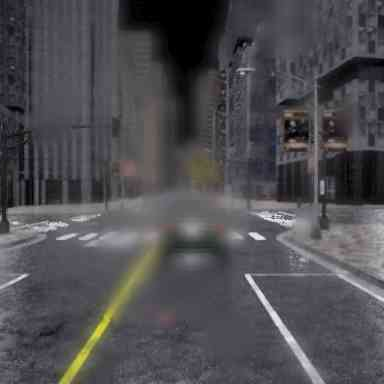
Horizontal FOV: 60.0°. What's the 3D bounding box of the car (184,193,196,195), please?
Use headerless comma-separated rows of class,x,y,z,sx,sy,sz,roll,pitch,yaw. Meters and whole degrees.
car,-0.483,1.632,78.072,1.812,1.442,4.674,0,0,-1

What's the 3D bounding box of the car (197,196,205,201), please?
car,2.207,1.699,85.698,1.947,1.339,4.313,0,0,-1

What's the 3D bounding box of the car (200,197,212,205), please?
car,2.449,1.630,59.804,1.887,1.381,4.507,0,0,-1

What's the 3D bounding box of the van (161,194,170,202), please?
van,-6.259,1.461,79.228,1.690,1.788,3.998,0,0,-1

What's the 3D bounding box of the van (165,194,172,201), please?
van,-6.360,1.483,90.054,1.690,1.788,3.998,0,0,-1

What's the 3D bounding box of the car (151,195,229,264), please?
car,0.100,1.234,11.985,2.150,2.045,5.566,0,0,2

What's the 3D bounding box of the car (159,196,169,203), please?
car,-6.206,1.635,73.645,1.752,1.417,4.829,0,0,-1

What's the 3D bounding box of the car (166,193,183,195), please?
car,-3.381,1.316,66.316,2.150,2.045,5.566,0,0,0

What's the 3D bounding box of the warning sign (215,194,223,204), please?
warning sign,4.775,1.197,58.013,1.300,1.860,1.060,0,0,-1

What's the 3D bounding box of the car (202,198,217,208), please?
car,2.552,1.618,48.915,2.008,1.369,4.403,0,0,-1

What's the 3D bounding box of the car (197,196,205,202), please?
car,2.254,1.648,80.578,1.752,1.417,4.829,0,0,-1

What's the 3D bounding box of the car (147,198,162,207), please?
car,-6.020,1.626,53.831,2.008,1.369,4.403,0,0,-1

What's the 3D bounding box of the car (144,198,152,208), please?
car,-5.973,1.618,48.839,2.008,1.369,4.403,0,0,-1
